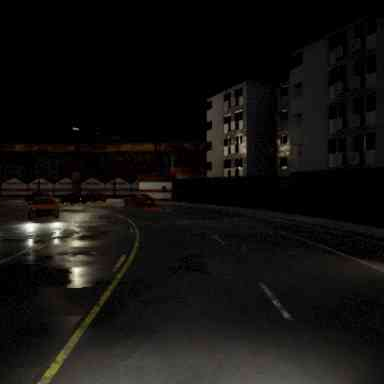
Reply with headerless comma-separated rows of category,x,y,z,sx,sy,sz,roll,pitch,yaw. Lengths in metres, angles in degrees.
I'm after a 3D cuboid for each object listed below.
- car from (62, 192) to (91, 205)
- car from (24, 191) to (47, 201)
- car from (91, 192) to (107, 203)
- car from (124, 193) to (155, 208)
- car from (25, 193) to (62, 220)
car,-15.142,0.855,42.376,1.994,1.385,4.181,-1,1,-45
car,-22.189,0.678,47.958,5.008,1.535,1.882,1,1,31
car,-13.747,0.708,45.967,5.008,1.535,1.882,1,1,42
car,-5.945,0.855,36.991,1.882,1.535,5.008,-1,1,-35
car,-10.683,1.091,24.036,1.882,1.535,5.008,0,1,-23
